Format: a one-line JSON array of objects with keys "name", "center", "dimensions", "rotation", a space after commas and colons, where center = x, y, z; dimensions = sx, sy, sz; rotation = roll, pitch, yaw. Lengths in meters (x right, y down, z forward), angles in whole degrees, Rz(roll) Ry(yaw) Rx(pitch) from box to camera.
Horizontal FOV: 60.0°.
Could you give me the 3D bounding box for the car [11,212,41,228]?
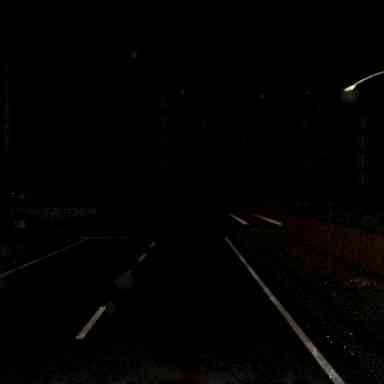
[{"name": "car", "center": [-17.155, 2.859, 31.902], "dimensions": [5.008, 1.535, 1.882], "rotation": [-10, -1, -1]}]
